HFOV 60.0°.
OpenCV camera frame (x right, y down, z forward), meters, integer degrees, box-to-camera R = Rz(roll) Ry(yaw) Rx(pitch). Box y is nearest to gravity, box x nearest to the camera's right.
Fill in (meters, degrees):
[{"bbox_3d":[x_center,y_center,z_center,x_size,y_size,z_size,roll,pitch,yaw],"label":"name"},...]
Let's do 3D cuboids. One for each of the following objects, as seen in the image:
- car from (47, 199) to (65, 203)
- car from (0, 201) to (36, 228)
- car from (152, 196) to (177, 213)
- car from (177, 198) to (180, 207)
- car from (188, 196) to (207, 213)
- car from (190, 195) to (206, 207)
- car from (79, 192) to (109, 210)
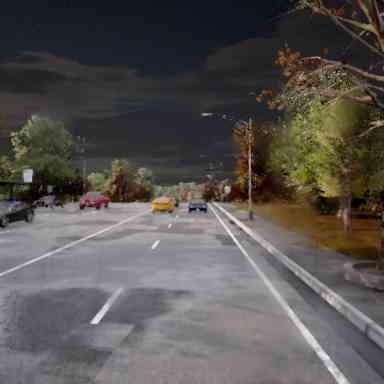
[{"bbox_3d":[-14.922,1.033,34.873,1.994,1.385,4.181,0,0,1],"label":"car"},{"bbox_3d":[-11.750,1.360,20.998,2.128,1.511,4.902,0,1,1],"label":"car"},{"bbox_3d":[-2.890,1.293,33.857,1.882,1.535,5.008,0,1,2],"label":"car"},{"bbox_3d":[-2.723,1.284,45.347,2.033,1.411,5.357,0,0,1],"label":"car"},{"bbox_3d":[0.620,1.428,34.267,1.895,1.301,4.718,0,0,1],"label":"car"},{"bbox_3d":[0.817,1.233,46.695,2.128,1.511,4.902,0,1,2],"label":"car"},{"bbox_3d":[-11.352,0.966,38.934,2.150,2.045,5.566,0,0,1],"label":"car"}]
